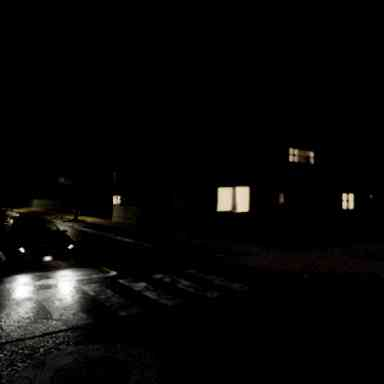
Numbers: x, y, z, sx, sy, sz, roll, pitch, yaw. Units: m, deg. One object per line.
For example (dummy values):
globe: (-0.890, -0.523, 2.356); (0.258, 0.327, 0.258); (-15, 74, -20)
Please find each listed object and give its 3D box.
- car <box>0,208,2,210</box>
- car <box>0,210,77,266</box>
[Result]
car: (-13.063, 1.619, 21.490); (1.994, 1.385, 4.181); (2, -1, -37)
car: (-5.892, 1.598, 12.059); (2.033, 1.411, 5.357); (2, -1, -37)
